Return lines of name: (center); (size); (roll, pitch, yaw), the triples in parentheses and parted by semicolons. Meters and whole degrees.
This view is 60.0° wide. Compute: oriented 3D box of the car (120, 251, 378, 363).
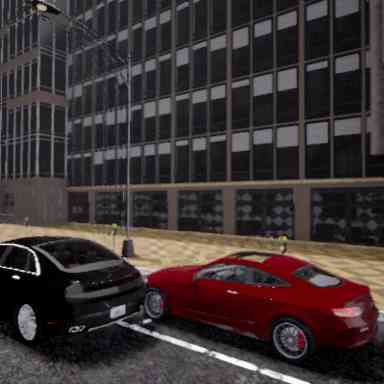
car: (0.891, 1.717, 5.900); (4.206, 1.307, 1.802); (-1, -2, 37)

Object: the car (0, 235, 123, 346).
car: (-3.091, 1.639, 6.648); (4.892, 1.490, 1.837); (-1, -2, 37)
